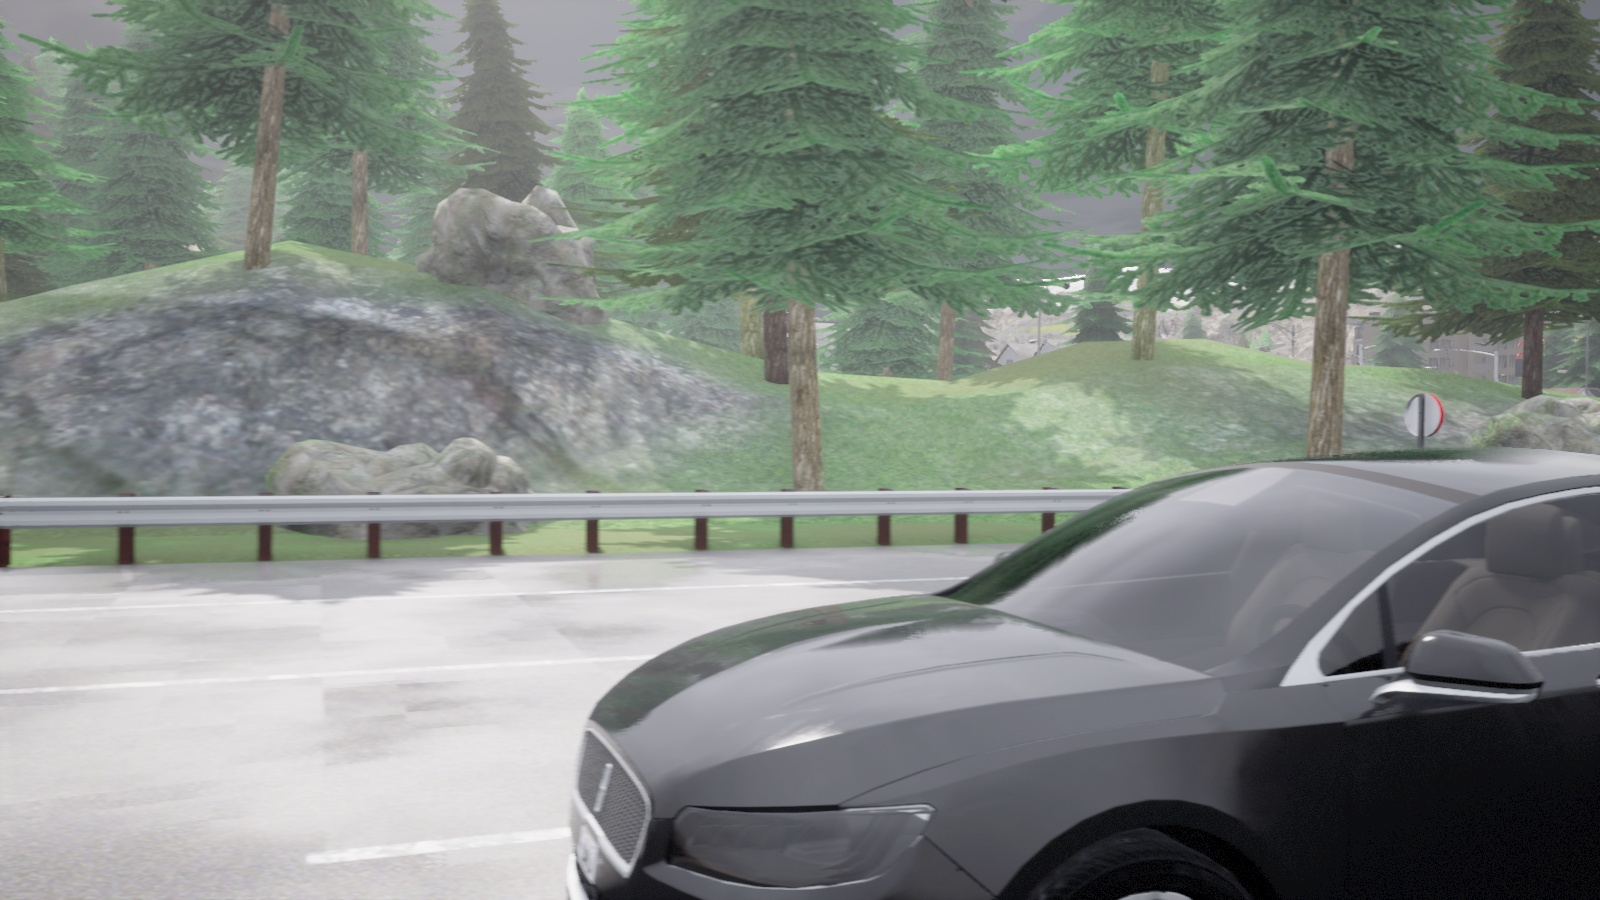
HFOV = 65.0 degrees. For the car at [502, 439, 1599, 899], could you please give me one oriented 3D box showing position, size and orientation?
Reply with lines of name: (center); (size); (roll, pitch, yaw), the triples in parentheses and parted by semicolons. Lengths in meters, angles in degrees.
car: (1.700, 0.724, 3.860); (4.892, 1.490, 1.837); (0, 1, -20)
